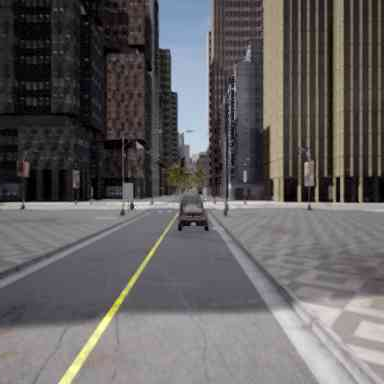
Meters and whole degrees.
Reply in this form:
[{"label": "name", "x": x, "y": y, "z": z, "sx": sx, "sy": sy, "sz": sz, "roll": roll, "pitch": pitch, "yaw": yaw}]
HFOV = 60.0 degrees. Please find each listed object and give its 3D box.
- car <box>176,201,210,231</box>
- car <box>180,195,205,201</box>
[{"label": "car", "x": 0.079, "y": 1.540, "z": 20.959, "sx": 1.837, "sy": 1.490, "sz": 4.892, "roll": 0, "pitch": 0, "yaw": 0}, {"label": "car", "x": 0.005, "y": 1.272, "z": 31.234, "sx": 2.150, "sy": 2.045, "sz": 5.566, "roll": 0, "pitch": 0, "yaw": 1}]
